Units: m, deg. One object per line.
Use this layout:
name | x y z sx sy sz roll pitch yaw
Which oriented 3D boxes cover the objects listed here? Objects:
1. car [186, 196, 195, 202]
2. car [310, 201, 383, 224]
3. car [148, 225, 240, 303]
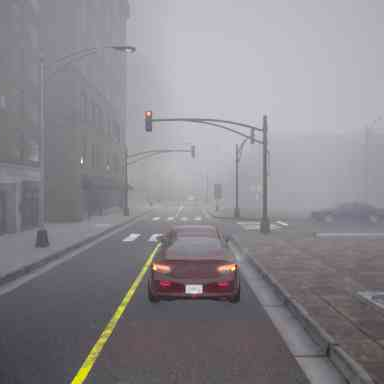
car | -0.247 1.567 76.077 1.812 1.442 4.674 0 0 0
car | 11.047 1.432 23.827 5.008 1.535 1.882 0 0 0
car | 0.063 1.526 8.101 1.812 1.442 4.674 0 0 1
